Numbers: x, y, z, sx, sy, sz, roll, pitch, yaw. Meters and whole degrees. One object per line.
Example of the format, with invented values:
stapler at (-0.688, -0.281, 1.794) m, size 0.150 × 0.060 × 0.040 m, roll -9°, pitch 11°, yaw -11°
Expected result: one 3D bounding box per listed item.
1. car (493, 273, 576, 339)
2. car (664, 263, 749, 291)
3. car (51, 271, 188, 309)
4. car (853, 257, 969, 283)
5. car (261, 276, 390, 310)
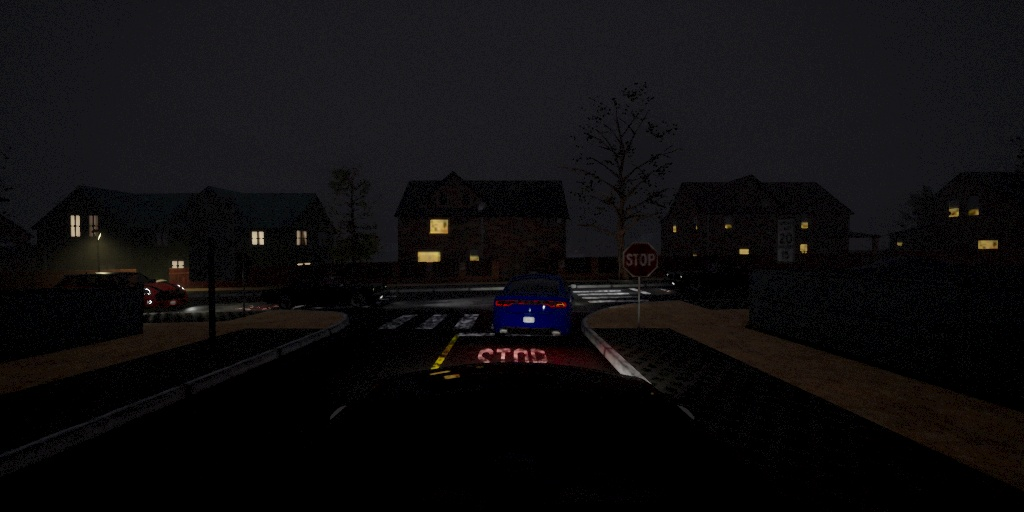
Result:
car at (0.785, 1.226, 10.182) m, size 1.882 × 1.535 × 5.008 m, roll 0°, pitch 0°, yaw 10°
car at (10.408, 1.034, 18.319) m, size 4.718 × 1.301 × 1.895 m, roll -1°, pitch 1°, yaw -1°
car at (-16.801, 1.471, 15.379) m, size 4.553 × 1.767 × 2.097 m, roll -1°, pitch 1°, yaw 0°
car at (20.053, 0.753, 18.357) m, size 5.357 × 1.411 × 2.033 m, roll -1°, pitch 1°, yaw 0°
car at (-7.814, 1.506, 15.388) m, size 4.718 × 1.301 × 1.895 m, roll -1°, pitch 1°, yaw 0°
